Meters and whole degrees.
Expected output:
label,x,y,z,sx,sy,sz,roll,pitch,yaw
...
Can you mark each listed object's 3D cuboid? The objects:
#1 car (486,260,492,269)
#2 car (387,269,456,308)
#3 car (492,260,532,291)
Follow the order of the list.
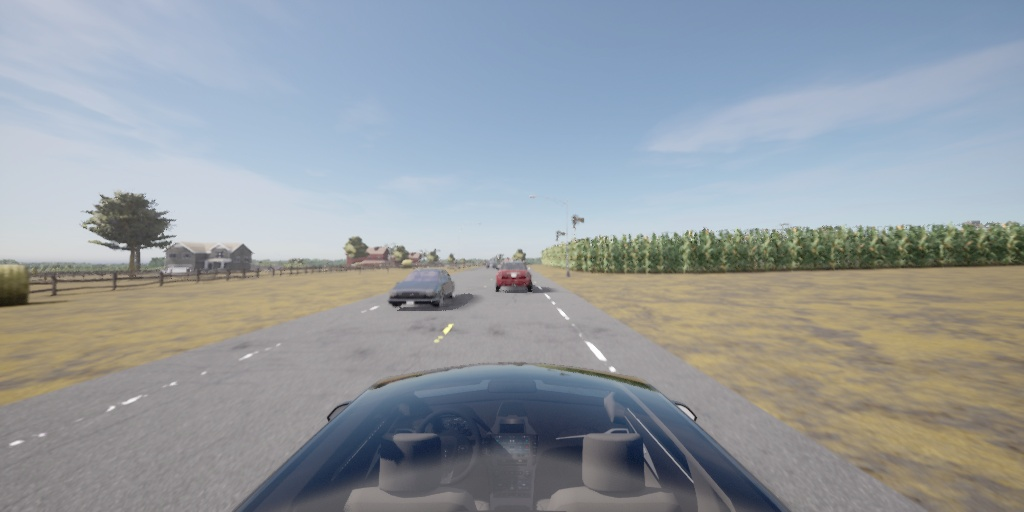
label,x,y,z,sx,sy,sz,roll,pitch,yaw
car,-3.510,1.445,62.726,2.128,1.511,4.902,0,-1,0
car,-3.602,1.281,15.361,2.033,1.411,5.357,0,0,0
car,0.098,1.093,21.884,2.097,1.767,4.553,0,0,0
